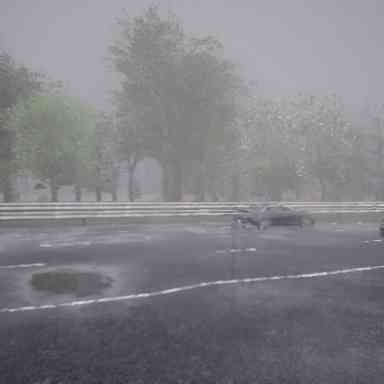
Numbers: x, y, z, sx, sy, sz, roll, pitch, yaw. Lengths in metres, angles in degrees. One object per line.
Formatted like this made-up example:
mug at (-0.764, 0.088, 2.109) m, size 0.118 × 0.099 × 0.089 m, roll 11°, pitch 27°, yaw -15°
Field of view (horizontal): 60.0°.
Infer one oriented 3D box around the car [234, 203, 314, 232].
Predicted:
car at (4.792, 1.398, 19.147) m, size 4.902 × 1.511 × 2.128 m, roll 1°, pitch 0°, yaw -24°

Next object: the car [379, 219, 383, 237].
car at (9.987, 1.486, 13.754) m, size 4.902 × 1.511 × 2.128 m, roll 1°, pitch 1°, yaw -24°
